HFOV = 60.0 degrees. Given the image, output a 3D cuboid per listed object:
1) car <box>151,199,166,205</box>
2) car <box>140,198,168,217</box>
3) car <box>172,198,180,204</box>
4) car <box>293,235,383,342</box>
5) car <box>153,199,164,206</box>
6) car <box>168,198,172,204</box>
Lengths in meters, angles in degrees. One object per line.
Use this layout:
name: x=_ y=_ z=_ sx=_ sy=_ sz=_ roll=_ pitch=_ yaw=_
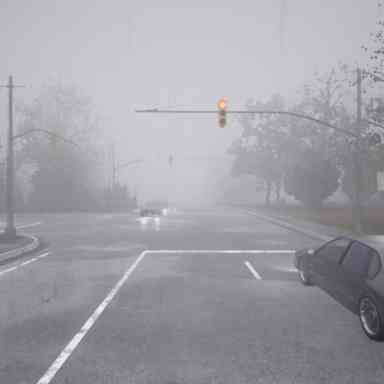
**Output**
car: x=-8.301 y=2.401 z=83.029 sx=2.033 sy=1.411 sz=5.357 roll=0 pitch=-1 yaw=-25
car: x=-3.713 y=1.549 z=31.520 sx=2.033 sy=1.411 sz=5.357 roll=0 pitch=0 yaw=-1
car: x=-4.521 y=2.185 z=82.972 sx=2.097 sy=1.767 sz=4.553 roll=0 pitch=-1 yaw=-22
car: x=3.593 y=1.547 z=6.415 sx=2.033 sy=1.411 sz=5.357 roll=0 pitch=0 yaw=0
car: x=-6.562 y=2.066 z=64.807 sx=1.895 sy=1.301 sz=4.718 roll=0 pitch=-1 yaw=-11
car: x=-4.530 y=1.645 z=49.474 sx=2.128 sy=1.511 sz=4.902 roll=0 pitch=-1 yaw=-5
